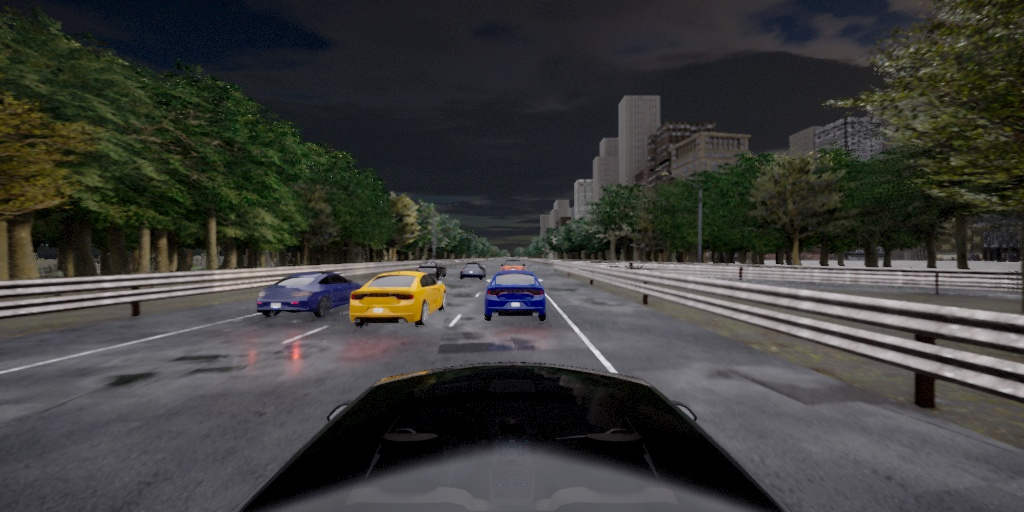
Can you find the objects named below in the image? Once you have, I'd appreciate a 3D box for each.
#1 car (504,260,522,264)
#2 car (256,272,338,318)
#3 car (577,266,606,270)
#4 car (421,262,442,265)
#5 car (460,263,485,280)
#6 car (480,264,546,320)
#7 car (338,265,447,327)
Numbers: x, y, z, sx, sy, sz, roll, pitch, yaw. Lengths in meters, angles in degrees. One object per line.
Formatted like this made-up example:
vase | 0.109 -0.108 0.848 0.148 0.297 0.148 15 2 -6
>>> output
car | 0.096 1.104 31.001 2.097 1.767 4.553 0 0 0
car | -6.903 1.276 12.785 1.812 1.442 4.674 0 0 0
car | 10.789 1.426 49.381 1.895 1.301 4.718 0 0 -24
car | -6.905 1.243 31.194 2.128 1.511 4.902 0 0 0
car | -3.404 1.316 31.879 1.994 1.385 4.181 0 0 0
car | 0.100 1.228 12.678 1.882 1.535 5.008 0 0 0
car | -3.401 1.228 11.590 1.882 1.535 5.008 0 0 0
